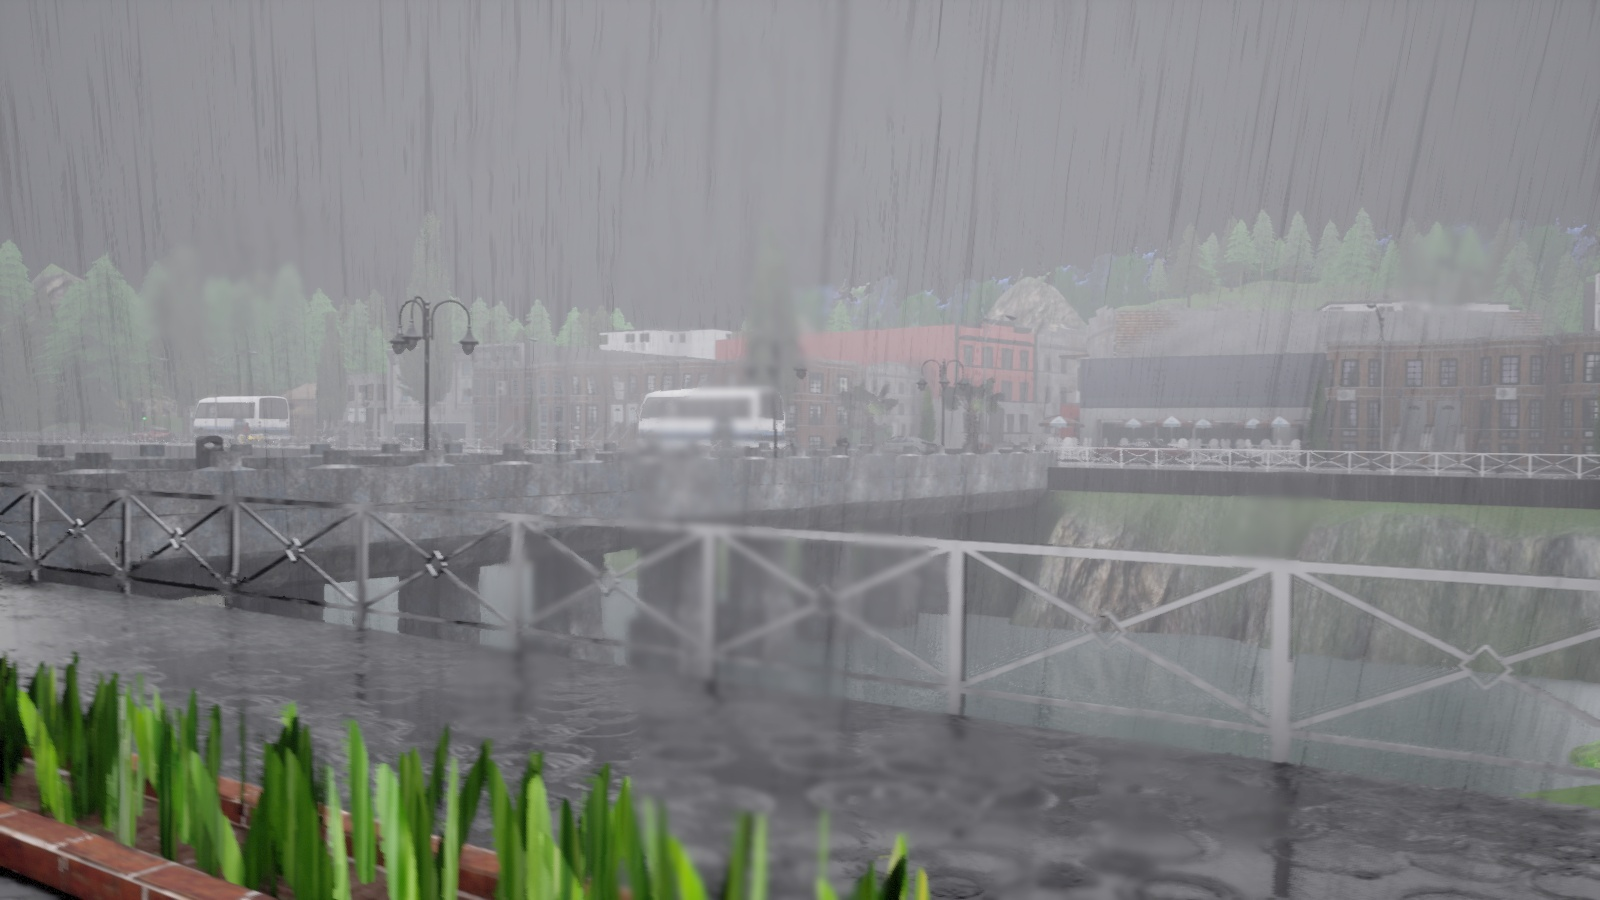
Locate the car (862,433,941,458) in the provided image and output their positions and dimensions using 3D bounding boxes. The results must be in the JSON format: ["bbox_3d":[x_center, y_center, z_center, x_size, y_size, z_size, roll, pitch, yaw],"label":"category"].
[{"bbox_3d":[6.003,-0.273,74.279,4.181,1.385,1.994,0,1,34],"label":"car"}]

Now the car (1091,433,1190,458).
[{"bbox_3d":[17.970,-0.236,66.333,4.718,1.301,1.895,0,1,34],"label":"car"}]

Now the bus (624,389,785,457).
[{"bbox_3d":[-6.349,-1.713,82.458,10.273,4.253,3.944,0,1,34],"label":"bus"}]
